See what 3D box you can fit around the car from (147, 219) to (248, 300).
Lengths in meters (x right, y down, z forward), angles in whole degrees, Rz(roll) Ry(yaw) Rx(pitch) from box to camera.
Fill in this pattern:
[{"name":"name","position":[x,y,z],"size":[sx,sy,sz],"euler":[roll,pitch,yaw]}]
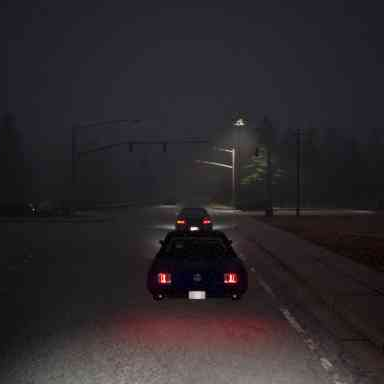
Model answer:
[{"name":"car","position":[0.099,1.596,8.299],"size":[1.895,1.301,4.718],"euler":[0,0,0]}]

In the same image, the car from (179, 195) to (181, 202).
[{"name":"car","position":[-3.547,1.522,63.809],"size":[1.994,1.385,4.181],"euler":[0,0,1]}]

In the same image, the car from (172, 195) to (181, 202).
[{"name":"car","position":[-3.418,1.429,74.114],"size":[1.882,1.535,5.008],"euler":[0,0,1]}]

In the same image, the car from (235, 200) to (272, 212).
[{"name":"car","position":[7.052,1.562,38.229],"size":[4.181,1.385,1.994],"euler":[0,0,1]}]

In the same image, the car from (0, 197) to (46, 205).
[{"name":"car","position":[-18.340,1.363,34.988],"size":[4.553,1.767,2.097],"euler":[0,0,1]}]

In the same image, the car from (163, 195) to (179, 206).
[{"name":"car","position":[-3.591,1.528,54.541],"size":[1.994,1.385,4.181],"euler":[0,0,0]}]

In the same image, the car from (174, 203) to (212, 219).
[{"name":"car","position":[0.100,1.512,17.354],"size":[1.812,1.442,4.674],"euler":[0,0,0]}]

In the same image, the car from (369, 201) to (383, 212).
[{"name":"car","position":[22.702,1.518,37.947],"size":[4.674,1.442,1.812],"euler":[0,0,1]}]

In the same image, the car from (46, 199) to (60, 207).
[{"name":"car","position":[-18.042,1.486,38.682],"size":[5.008,1.535,1.882],"euler":[0,0,1]}]
